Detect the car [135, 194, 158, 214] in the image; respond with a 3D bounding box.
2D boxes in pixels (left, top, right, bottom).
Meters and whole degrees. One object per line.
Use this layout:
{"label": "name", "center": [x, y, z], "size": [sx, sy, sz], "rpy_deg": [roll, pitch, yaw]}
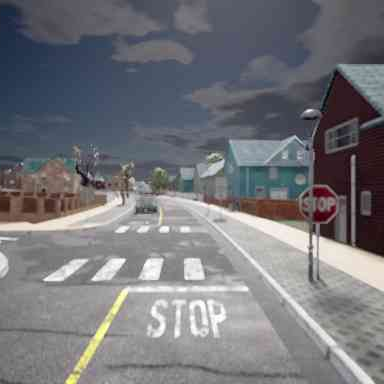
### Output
{"label": "car", "center": [-4.397, 1.105, 32.434], "size": [2.097, 1.767, 4.553], "rpy_deg": [0, 0, -5]}
